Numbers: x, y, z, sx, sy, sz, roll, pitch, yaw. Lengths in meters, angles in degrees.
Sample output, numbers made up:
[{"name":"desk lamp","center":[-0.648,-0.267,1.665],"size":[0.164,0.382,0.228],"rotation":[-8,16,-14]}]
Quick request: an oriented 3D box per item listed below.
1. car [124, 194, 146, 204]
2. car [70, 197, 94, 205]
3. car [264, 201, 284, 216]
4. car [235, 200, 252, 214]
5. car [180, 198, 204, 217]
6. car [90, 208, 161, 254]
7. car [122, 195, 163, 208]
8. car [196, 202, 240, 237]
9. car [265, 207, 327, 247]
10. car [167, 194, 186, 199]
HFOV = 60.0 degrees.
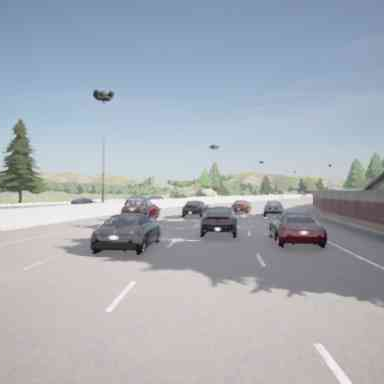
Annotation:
[{"name":"car","center":[-10.831,1.360,63.558],"size":[2.097,1.767,4.553],"rotation":[0,0,24]},{"name":"car","center":[-18.127,1.542,54.796],"size":[1.994,1.385,4.181],"rotation":[0,0,20]},{"name":"car","center":[8.038,1.595,32.733],"size":[2.033,1.411,5.357],"rotation":[0,0,15]},{"name":"car","center":[5.335,1.566,35.952],"size":[1.812,1.442,4.674],"rotation":[0,0,15]},{"name":"car","center":[0.395,1.527,30.826],"size":[1.837,1.490,4.892],"rotation":[0,0,13]},{"name":"car","center":[-2.546,1.565,13.602],"size":[1.994,1.385,4.181],"rotation":[0,0,6]},{"name":"car","center":[-4.051,1.357,26.797],"size":[2.097,1.767,4.553],"rotation":[0,0,11]},{"name":"car","center":[1.552,1.522,18.240],"size":[1.837,1.490,4.892],"rotation":[0,0,8]},{"name":"car","center":[4.693,1.589,15.201],"size":[1.994,1.385,4.181],"rotation":[0,0,7]},{"name":"car","center":[-2.974,1.322,63.968],"size":[2.150,2.045,5.566],"rotation":[0,0,25]}]
